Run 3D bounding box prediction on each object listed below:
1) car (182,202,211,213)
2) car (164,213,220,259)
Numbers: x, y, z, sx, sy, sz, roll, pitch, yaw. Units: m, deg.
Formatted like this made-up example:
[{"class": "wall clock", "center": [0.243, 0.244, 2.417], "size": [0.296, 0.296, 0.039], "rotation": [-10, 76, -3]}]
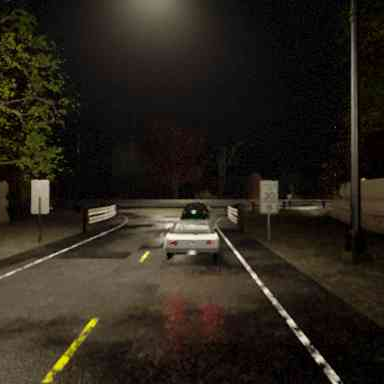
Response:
[{"class": "car", "center": [0.429, 1.662, 28.246], "size": [2.097, 1.767, 4.553], "rotation": [0, -1, 8]}, {"class": "car", "center": [0.017, 1.748, 13.244], "size": [1.895, 1.301, 4.718], "rotation": [0, -1, 0]}]
